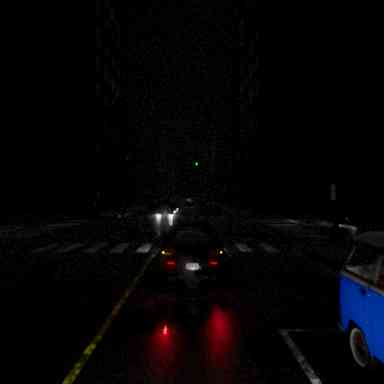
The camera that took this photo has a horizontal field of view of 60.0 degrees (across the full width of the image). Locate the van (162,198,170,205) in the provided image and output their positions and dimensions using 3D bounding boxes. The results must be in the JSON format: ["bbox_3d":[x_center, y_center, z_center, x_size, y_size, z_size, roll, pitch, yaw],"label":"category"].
[{"bbox_3d":[-6.379,2.298,80.910,1.690,1.788,3.998,0,-1,-1],"label":"van"}]

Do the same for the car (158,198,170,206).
[{"bbox_3d":[-6.307,2.211,75.386,2.192,1.841,5.009,0,-1,-1],"label":"car"}]

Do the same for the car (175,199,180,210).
[{"bbox_3d":[-3.418,2.200,52.615,1.994,1.385,4.181,0,-1,0],"label":"car"}]

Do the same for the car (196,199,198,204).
[{"bbox_3d":[2.366,2.316,64.447,1.887,1.381,4.507,0,-1,-1],"label":"car"}]

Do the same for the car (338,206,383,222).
[{"bbox_3d":[14.612,1.845,26.539,4.674,1.442,1.812,0,-1,-3],"label":"car"}]

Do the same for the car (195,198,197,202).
[{"bbox_3d":[2.292,2.385,69.972,2.008,1.369,4.403,0,-1,-1],"label":"car"}]

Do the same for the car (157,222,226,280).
[{"bbox_3d":[-0.035,1.654,10.299,1.812,1.442,4.674,0,-1,-1],"label":"car"}]

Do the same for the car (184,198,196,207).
[{"bbox_3d":[-0.592,2.449,71.901,1.895,1.301,4.718,0,-1,-1],"label":"car"}]

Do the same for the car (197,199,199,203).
[{"bbox_3d":[2.440,2.274,58.922,1.947,1.339,4.313,0,-1,-1],"label":"car"}]

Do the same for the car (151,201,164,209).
[{"bbox_3d":[-6.085,2.258,58.809,2.008,1.369,4.403,0,-1,-1],"label":"car"}]

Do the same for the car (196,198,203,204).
[{"bbox_3d":[2.119,2.573,93.532,1.882,1.535,5.008,0,-1,-1],"label":"car"}]

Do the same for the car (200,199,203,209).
[{"bbox_3d":[2.588,2.020,47.873,1.967,1.590,4.097,0,-1,-1],"label":"car"}]

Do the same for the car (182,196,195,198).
[{"bbox_3d":[-0.725,2.087,81.906,2.150,2.045,5.566,0,-1,-1],"label":"car"}]

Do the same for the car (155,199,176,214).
[{"bbox_3d":[-3.304,2.024,42.756,1.837,1.490,4.892,0,-1,-1],"label":"car"}]

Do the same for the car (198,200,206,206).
[{"bbox_3d":[2.218,2.478,75.497,1.802,1.307,4.206,0,-1,-1],"label":"car"}]

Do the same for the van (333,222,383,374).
[{"bbox_3d":[2.855,1.381,3.163,1.690,1.788,3.998,0,-1,0],"label":"van"}]

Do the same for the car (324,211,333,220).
[{"bbox_3d":[14.428,1.951,29.789,4.718,1.301,1.895,0,-1,2],"label":"car"}]

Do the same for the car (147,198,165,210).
[{"bbox_3d":[-6.011,1.959,53.286,2.192,1.841,5.009,0,-1,-1],"label":"car"}]

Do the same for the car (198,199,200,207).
[{"bbox_3d":[2.514,2.195,53.396,2.008,1.369,4.403,0,-1,-1],"label":"car"}]

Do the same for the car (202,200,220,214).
[{"bbox_3d":[2.660,2.041,42.517,1.752,1.417,4.829,0,-1,-1],"label":"car"}]
